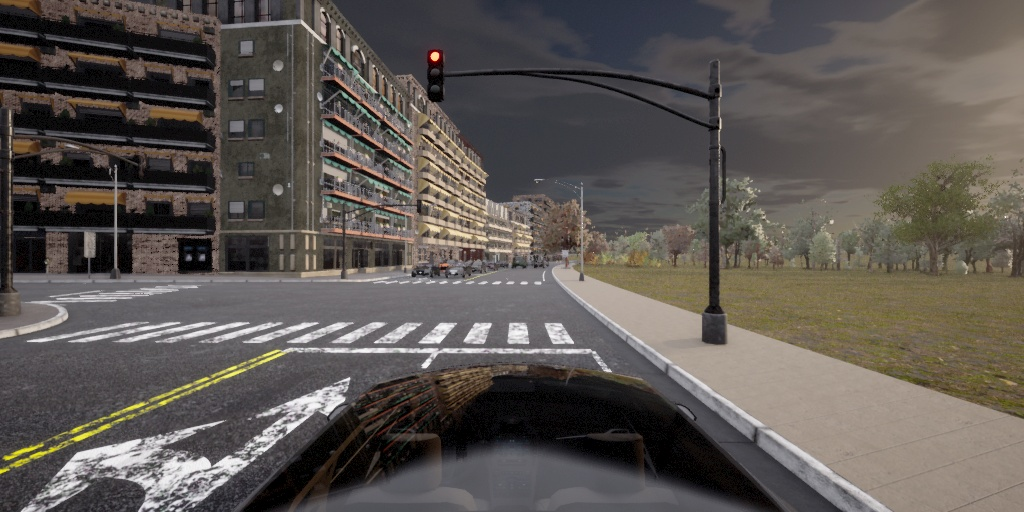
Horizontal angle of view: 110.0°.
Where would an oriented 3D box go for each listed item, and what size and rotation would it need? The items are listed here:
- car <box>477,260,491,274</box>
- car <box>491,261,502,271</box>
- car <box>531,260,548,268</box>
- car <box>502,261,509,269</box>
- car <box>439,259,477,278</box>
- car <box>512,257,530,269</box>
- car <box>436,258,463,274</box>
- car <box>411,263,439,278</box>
[{"bbox_3d":[-4.271,1.351,44.254,1.837,1.490,4.892,0,0,6],"label":"car"},{"bbox_3d":[-3.216,1.446,53.397,1.994,1.385,4.181,0,0,7],"label":"car"},{"bbox_3d":[5.014,1.448,64.891,1.837,1.490,4.892,0,0,9],"label":"car"},{"bbox_3d":[-1.815,1.531,63.438,1.895,1.301,4.718,0,0,9],"label":"car"},{"bbox_3d":[-5.134,1.302,34.951,2.128,1.511,4.902,0,0,5],"label":"car"},{"bbox_3d":[1.355,1.141,61.648,2.150,2.045,5.566,0,-1,9],"label":"car"},{"bbox_3d":[-7.582,1.195,43.742,2.097,1.767,4.553,0,0,6],"label":"car"},{"bbox_3d":[-8.364,1.375,35.322,1.994,1.385,4.181,0,0,5],"label":"car"}]
